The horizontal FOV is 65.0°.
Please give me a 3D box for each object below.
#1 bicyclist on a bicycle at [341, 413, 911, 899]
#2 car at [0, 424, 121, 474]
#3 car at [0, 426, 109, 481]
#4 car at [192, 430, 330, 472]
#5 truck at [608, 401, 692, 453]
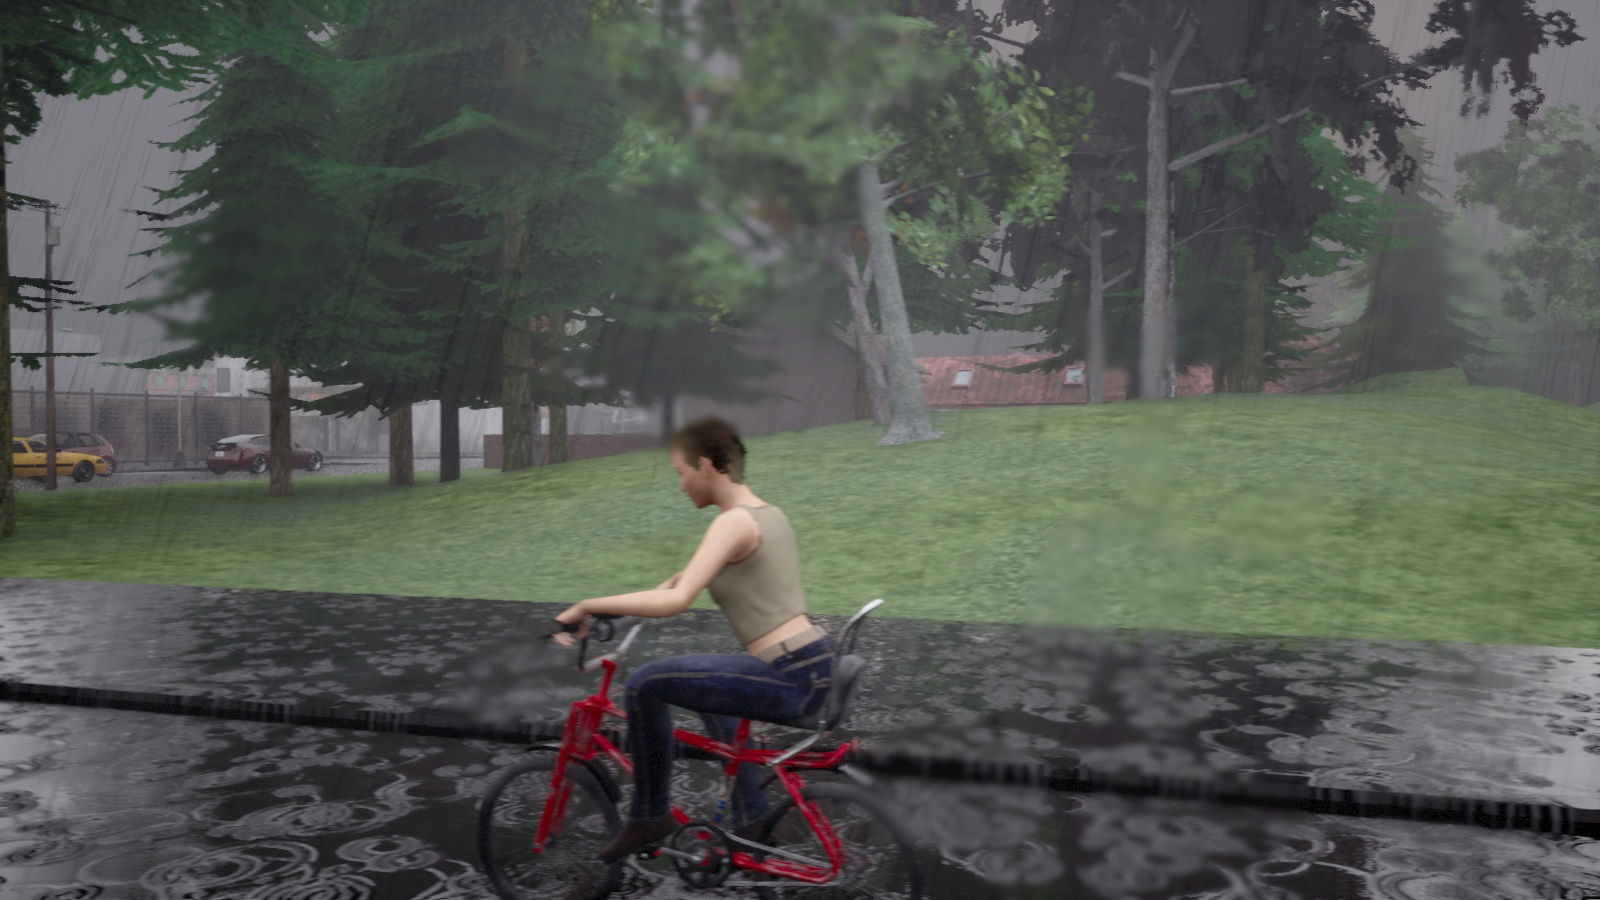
[{"bbox_3d":[-0.501,0.699,3.881,1.509,1.612,0.866,1,1,19],"label":"bicyclist on a bicycle"},{"bbox_3d":[-25.838,-0.065,43.388,1.851,1.617,3.988,1,1,18],"label":"car"},{"bbox_3d":[-23.594,0.078,37.491,1.801,1.575,5.366,1,1,19],"label":"car"},{"bbox_3d":[-20.250,-0.008,47.439,2.163,1.488,4.792,1,1,18],"label":"car"},{"bbox_3d":[-10.511,-1.619,89.039,2.891,3.462,7.936,1,1,18],"label":"truck"}]
